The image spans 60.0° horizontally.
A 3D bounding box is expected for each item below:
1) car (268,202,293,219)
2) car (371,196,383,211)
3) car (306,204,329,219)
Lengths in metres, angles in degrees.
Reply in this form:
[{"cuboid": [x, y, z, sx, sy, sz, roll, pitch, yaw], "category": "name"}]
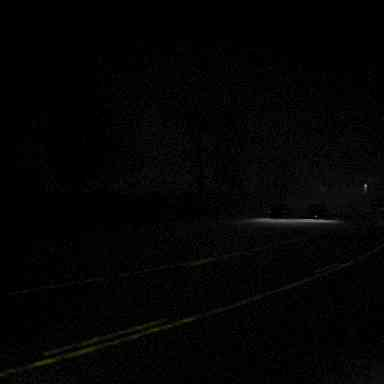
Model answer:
[{"cuboid": [9.140, 1.836, 34.016, 1.882, 1.535, 5.008, -1, -1, 24], "category": "car"}, {"cuboid": [26.682, 1.593, 46.898, 2.150, 2.045, 5.566, -1, -1, 24], "category": "car"}, {"cuboid": [12.321, 1.856, 32.556, 2.033, 1.411, 5.357, -1, -1, 24], "category": "car"}]
